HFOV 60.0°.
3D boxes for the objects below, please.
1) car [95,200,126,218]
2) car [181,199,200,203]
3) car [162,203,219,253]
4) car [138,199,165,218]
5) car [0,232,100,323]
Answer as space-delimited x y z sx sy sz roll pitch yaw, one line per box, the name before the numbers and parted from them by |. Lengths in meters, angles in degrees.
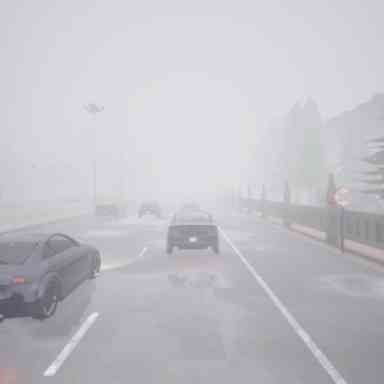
car | -7.078 1.420 29.333 1.882 1.535 5.008 0 0 0
car | -0.111 1.429 34.328 1.812 1.442 4.674 0 0 0
car | 0.021 1.439 13.605 1.882 1.535 5.008 0 0 0
car | -3.578 1.433 29.424 1.837 1.490 4.892 0 0 0
car | -3.451 1.555 7.304 1.994 1.385 4.181 0 0 0
